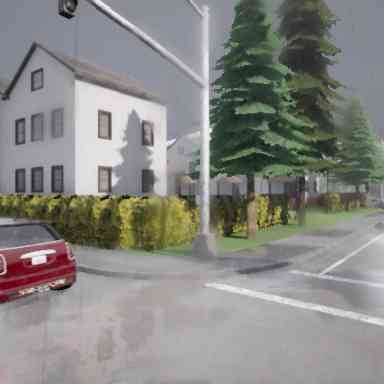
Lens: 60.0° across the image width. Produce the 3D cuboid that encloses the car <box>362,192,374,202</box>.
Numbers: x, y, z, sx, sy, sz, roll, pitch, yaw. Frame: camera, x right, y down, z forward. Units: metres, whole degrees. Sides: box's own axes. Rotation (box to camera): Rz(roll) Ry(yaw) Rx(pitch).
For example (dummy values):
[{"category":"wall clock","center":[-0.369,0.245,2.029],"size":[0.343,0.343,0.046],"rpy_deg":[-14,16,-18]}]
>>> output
[{"category":"car","center":[33.302,1.021,66.204],"size":[3.866,1.878,1.905],"rpy_deg":[0,0,37]}]

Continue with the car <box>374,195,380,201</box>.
[{"category":"car","center":[35.811,1.301,68.470],"size":[3.806,1.475,1.970],"rpy_deg":[0,0,37]}]

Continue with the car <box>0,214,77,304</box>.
[{"category":"car","center":[-4.811,1.347,7.593],"size":[4.553,1.767,2.097],"rpy_deg":[0,0,31]}]
